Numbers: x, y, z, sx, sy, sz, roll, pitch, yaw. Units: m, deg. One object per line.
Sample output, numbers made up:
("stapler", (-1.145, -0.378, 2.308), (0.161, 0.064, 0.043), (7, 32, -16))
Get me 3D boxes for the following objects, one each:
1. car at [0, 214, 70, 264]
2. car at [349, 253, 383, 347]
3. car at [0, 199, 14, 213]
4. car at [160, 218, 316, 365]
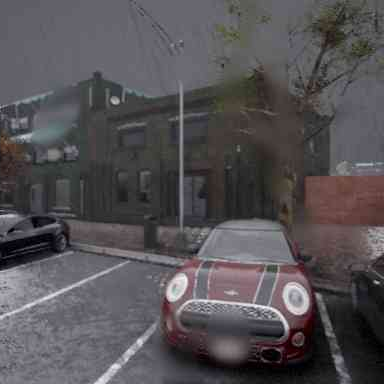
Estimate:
("car", (-6.187, 1.518, 11.318), (2.163, 1.488, 4.792), (1, -1, 15))
("car", (3.457, 1.488, 4.473), (2.231, 1.521, 4.892), (0, -1, 15))
("car", (-31.942, 2.157, 53.579), (5.566, 2.045, 2.435), (1, -1, 15))
("car", (1.053, 1.362, 6.225), (2.185, 1.767, 4.553), (1, -1, 16))
